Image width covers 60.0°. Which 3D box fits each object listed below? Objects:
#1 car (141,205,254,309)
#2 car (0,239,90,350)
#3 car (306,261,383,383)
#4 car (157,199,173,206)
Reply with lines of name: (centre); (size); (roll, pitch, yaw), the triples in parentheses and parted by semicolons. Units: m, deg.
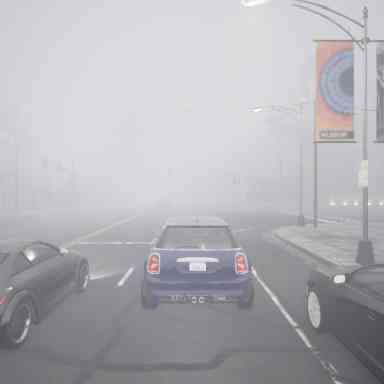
car: (0.099, 1.352, 8.044); (2.097, 1.767, 4.553); (0, 0, 0)
car: (-3.401, 1.564, 6.224); (1.994, 1.385, 4.181); (0, 0, 0)
car: (2.900, 1.480, 3.761); (2.097, 1.535, 5.008); (0, 0, 0)
car: (-3.403, 1.547, 42.927); (2.033, 1.411, 5.357); (0, 0, 0)
